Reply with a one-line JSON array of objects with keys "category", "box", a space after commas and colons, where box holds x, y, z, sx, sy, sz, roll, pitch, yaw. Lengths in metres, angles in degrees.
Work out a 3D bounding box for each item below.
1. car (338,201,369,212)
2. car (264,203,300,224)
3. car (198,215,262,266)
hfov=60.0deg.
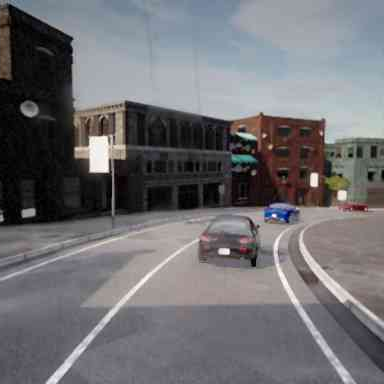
[{"category": "car", "box": [22.701, 1.984, 46.756, 5.008, 1.535, 1.882, 2, 3, -30]}, {"category": "car", "box": [7.280, 1.599, 26.522, 1.882, 1.535, 5.008, 3, 1, 30]}, {"category": "car", "box": [1.421, 1.532, 11.674, 1.812, 1.442, 4.674, 1, 0, 13]}]
